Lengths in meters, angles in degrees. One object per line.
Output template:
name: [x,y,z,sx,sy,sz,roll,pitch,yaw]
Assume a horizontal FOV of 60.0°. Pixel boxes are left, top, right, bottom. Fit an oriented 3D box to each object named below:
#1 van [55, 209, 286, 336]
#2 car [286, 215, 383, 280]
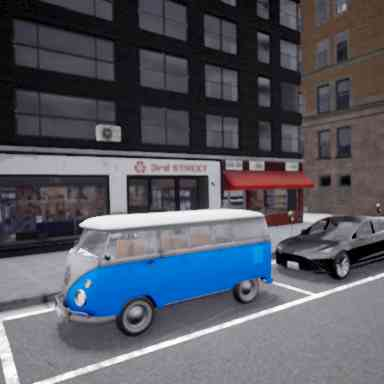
van: [-0.305,1.264,6.243,3.998,1.788,1.690,-2,1,-34]
car: [4.260,1.362,9.319,4.313,1.339,1.947,-2,1,-34]
